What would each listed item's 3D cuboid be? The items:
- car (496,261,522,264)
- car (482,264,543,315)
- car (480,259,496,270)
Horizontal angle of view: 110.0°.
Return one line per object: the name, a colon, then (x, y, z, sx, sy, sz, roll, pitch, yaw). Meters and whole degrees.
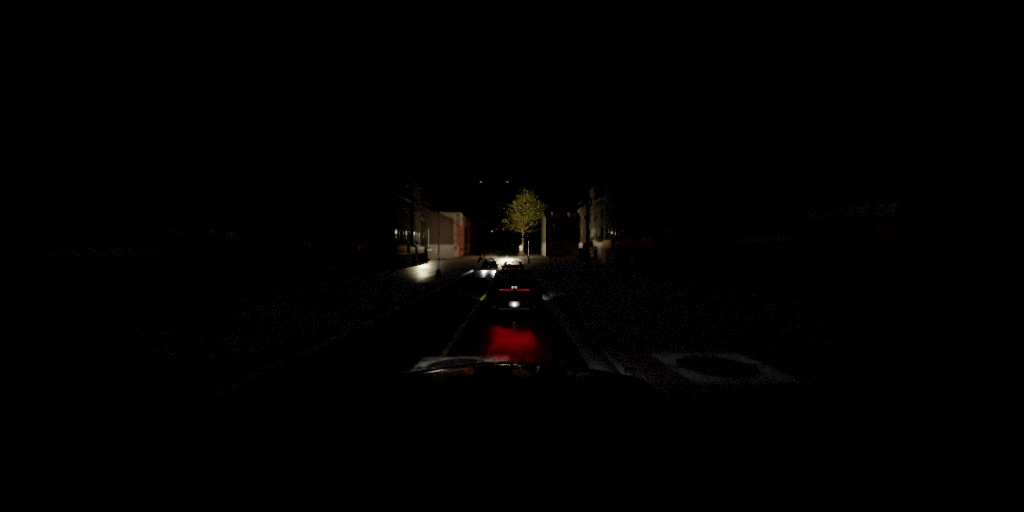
car: (0.075, 1.139, 29.242, 2.128, 1.511, 4.902, 0, 0, 0)
car: (0.080, 1.212, 13.307, 1.837, 1.490, 4.892, 0, 0, 0)
car: (-2.848, 1.078, 45.659, 1.994, 1.385, 4.181, 0, 1, 0)
